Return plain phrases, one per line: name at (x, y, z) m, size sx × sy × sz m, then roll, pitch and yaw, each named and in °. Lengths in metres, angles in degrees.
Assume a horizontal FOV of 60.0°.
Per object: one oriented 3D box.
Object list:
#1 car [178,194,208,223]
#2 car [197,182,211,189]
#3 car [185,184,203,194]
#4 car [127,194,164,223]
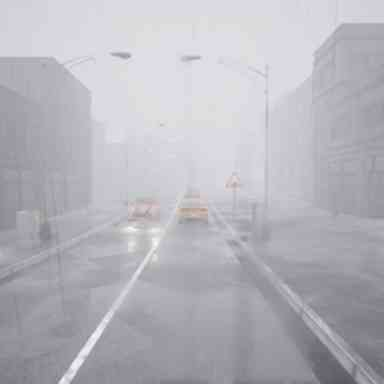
car at (0.094, 1.184, 22.674) m, size 1.882 × 1.535 × 5.008 m, roll 0°, pitch 2°, yaw 0°
car at (1.941, -1.222, 65.617) m, size 1.812 × 1.442 × 4.674 m, roll 1°, pitch 2°, yaw 40°
car at (0.084, 0.117, 42.433) m, size 1.994 × 1.385 × 4.181 m, roll 0°, pitch 4°, yaw 0°
car at (-3.105, 1.052, 22.865) m, size 2.097 × 1.767 × 4.553 m, roll 0°, pitch 2°, yaw 0°
